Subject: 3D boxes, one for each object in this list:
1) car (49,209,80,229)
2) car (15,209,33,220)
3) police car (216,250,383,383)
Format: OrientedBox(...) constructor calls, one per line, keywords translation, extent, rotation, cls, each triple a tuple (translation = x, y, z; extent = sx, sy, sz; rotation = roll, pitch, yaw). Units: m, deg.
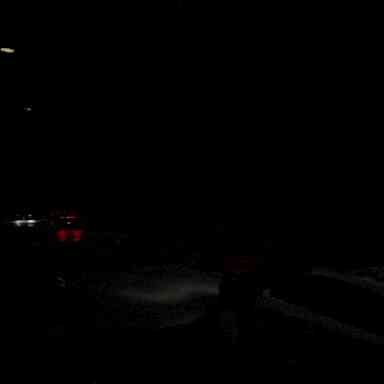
OrientedBox(translation=(-10.920, 2.333, 28.922), extent=(2.128, 1.511, 4.902), rotation=(1, -2, -25), cls="car")
OrientedBox(translation=(-21.091, 2.786, 41.834), extent=(2.033, 1.411, 5.357), rotation=(1, -2, -26), cls="car")
OrientedBox(translation=(2.031, 1.566, 4.170), extent=(1.930, 1.638, 5.238), rotation=(1, -2, -25), cls="police car")
